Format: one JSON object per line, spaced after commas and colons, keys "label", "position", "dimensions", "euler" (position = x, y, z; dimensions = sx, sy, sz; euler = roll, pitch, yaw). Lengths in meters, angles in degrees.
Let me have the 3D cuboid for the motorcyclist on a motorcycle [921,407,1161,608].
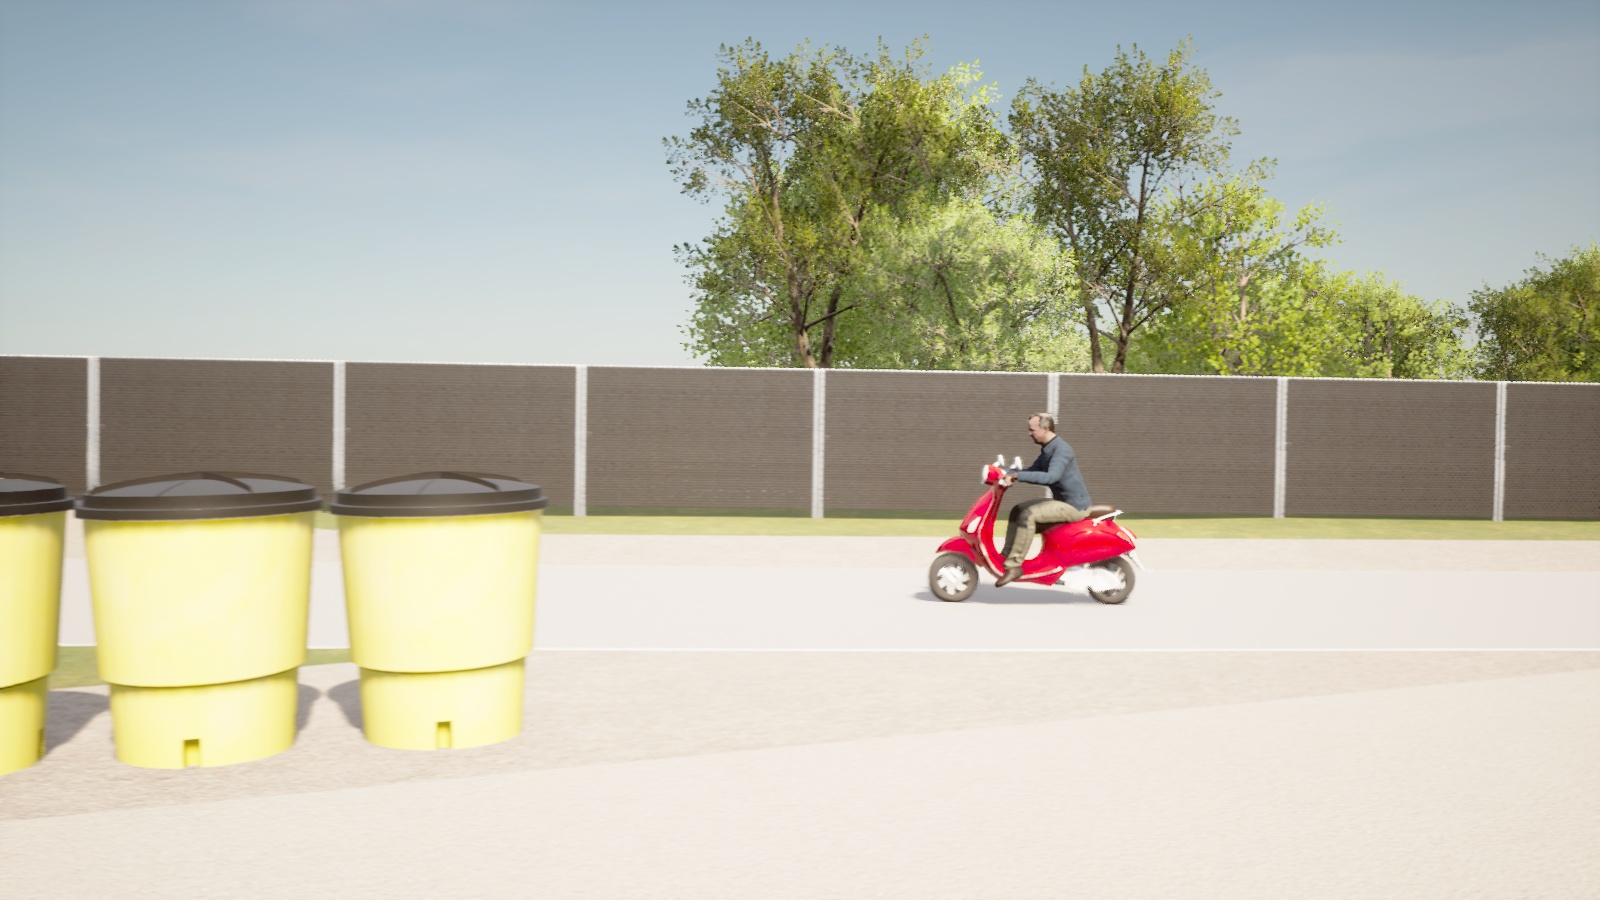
{"label": "motorcyclist on a motorcycle", "position": [1.961, 0.447, 10.424], "dimensions": [1.817, 1.590, 0.866], "euler": [0, 1, -1]}
